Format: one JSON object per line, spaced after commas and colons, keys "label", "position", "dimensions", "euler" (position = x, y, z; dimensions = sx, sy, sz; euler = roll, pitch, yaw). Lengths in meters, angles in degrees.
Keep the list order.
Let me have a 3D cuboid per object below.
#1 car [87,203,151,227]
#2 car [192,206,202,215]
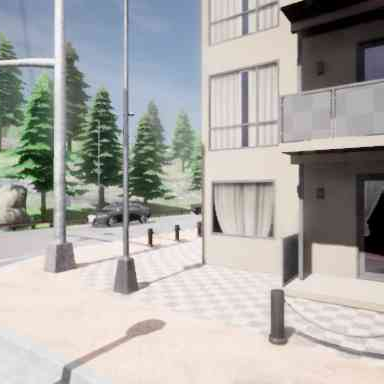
{"label": "car", "position": [-4.895, 1.490, 22.725], "dimensions": [2.128, 1.511, 4.902], "euler": [0, 0, 35]}
{"label": "car", "position": [1.999, 1.599, 32.677], "dimensions": [1.895, 1.301, 4.718], "euler": [0, 0, 35]}
